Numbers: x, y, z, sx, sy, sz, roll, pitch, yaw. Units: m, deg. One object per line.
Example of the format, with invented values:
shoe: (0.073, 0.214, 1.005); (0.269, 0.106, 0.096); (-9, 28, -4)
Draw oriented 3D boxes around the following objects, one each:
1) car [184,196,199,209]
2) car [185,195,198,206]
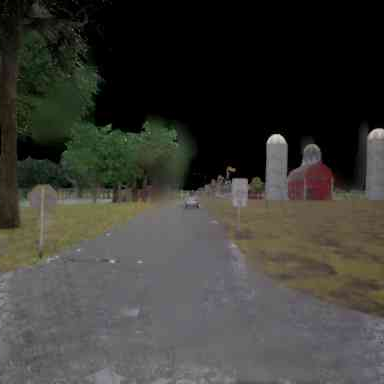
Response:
car: (-0.018, 1.492, 46.110); (2.128, 1.511, 4.902); (1, 0, 0)
car: (-0.026, 1.429, 56.502); (2.097, 1.767, 4.553); (1, 0, 0)
